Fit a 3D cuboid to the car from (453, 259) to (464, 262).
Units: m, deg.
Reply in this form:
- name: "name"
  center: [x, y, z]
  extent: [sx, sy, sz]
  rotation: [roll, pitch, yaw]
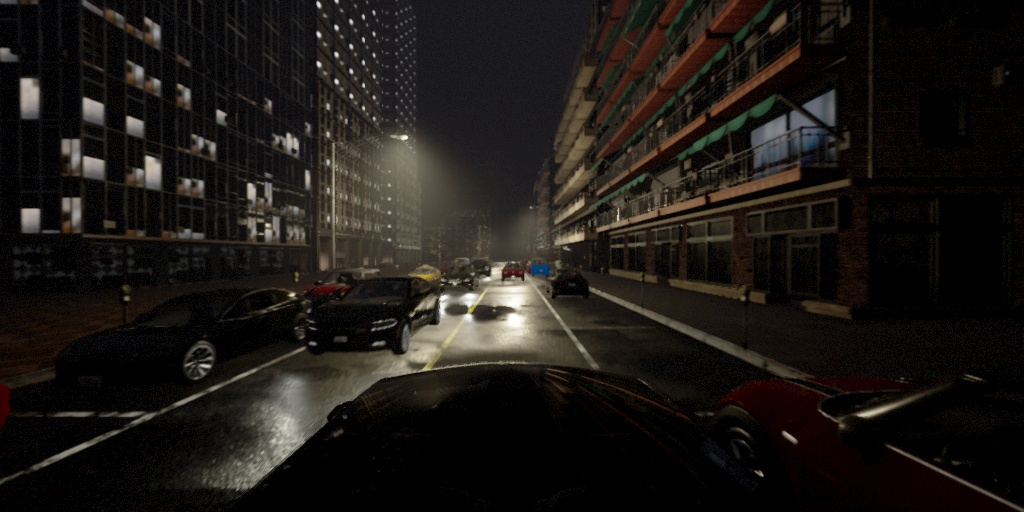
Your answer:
- name: "car"
  center: [-5.695, 1.303, 34.653]
  extent: [1.888, 1.381, 4.507]
  rotation: [0, 0, 0]

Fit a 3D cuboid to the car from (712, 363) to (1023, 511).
- name: "car"
  center: [2.688, 1.190, 1.487]
  extent: [1.967, 1.591, 4.097]
  rotation: [0, 0, 0]

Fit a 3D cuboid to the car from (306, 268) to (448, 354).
- name: "car"
  center: [-3.079, 1.227, 8.943]
  extent: [1.882, 1.535, 5.008]
  rotation: [0, 0, 0]

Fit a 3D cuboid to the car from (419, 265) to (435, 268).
- name: "car"
  center: [-5.694, 1.279, 23.427]
  extent: [1.751, 1.417, 4.829]
  rotation: [0, 0, 0]

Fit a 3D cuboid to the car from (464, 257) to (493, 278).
- name: "car"
  center: [-3.033, 1.109, 34.683]
  extent: [2.097, 1.767, 4.553]
  rotation: [0, 0, 1]

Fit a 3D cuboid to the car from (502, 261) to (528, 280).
- name: "car"
  center: [0.097, 1.357, 30.836]
  extent: [1.895, 1.301, 4.718]
  rotation: [0, 0, 0]

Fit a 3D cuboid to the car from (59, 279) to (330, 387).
- name: "car"
  center: [-5.693, 1.315, 7.015]
  extent: [1.948, 1.339, 4.313]
  rotation: [0, 0, 0]

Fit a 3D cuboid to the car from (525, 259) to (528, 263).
- name: "car"
  center: [2.685, 1.306, 40.180]
  extent: [1.888, 1.381, 4.507]
  rotation: [0, 0, 0]

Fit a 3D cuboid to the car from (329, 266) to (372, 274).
- name: "car"
  center: [-5.693, 1.190, 12.542]
  extent: [1.967, 1.591, 4.097]
  rotation: [0, 0, 0]

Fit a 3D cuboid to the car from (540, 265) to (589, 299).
- name: "car"
  center: [2.686, 1.317, 18.070]
  extent: [1.948, 1.339, 4.313]
  rotation: [0, 0, 0]

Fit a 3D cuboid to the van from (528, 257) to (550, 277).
- name: "van"
  center: [2.686, 1.099, 34.652]
  extent: [1.690, 1.789, 3.998]
  rotation: [0, 0, 0]

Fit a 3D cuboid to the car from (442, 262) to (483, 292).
- name: "car"
  center: [-3.029, 1.260, 21.555]
  extent: [1.837, 1.490, 4.892]
  rotation: [0, -1, 0]

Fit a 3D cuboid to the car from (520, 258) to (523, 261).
- name: "car"
  center: [0.095, 1.331, 49.597]
  extent: [1.994, 1.385, 4.181]
  rotation: [0, 0, 0]

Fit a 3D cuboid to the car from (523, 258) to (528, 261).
- name: "car"
  center: [2.685, 1.315, 45.707]
  extent: [2.007, 1.370, 4.403]
  rotation: [0, 0, 0]

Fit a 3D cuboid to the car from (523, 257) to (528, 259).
- name: "car"
  center: [2.683, 1.083, 51.236]
  extent: [2.192, 1.841, 5.009]
  rotation: [0, 0, 0]

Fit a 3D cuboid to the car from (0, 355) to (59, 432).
- name: "car"
  center: [-5.692, 1.295, 1.487]
  extent: [1.888, 1.381, 4.507]
  rotation: [0, 0, 0]
